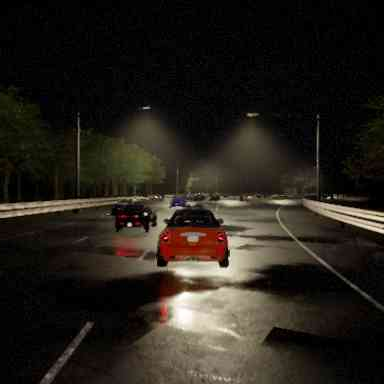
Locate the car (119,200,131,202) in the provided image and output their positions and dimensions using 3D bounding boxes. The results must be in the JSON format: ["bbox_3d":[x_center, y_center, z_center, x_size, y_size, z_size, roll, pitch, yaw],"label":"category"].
[{"bbox_3d":[-6.242,1.488,31.868,1.994,1.385,4.181,0,0,3],"label":"car"}]

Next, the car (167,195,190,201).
[{"bbox_3d":[-1.769,1.441,44.971,1.812,1.442,4.674,0,0,5],"label":"car"}]

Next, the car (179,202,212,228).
[{"bbox_3d":[0.301,1.530,23.148,2.033,1.411,5.357,0,0,2],"label":"car"}]

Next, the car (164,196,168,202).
[{"bbox_3d":[-3.894,1.395,59.611,1.812,1.442,4.674,0,0,7],"label":"car"}]

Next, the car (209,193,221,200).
[{"bbox_3d":[5.464,1.201,76.769,2.097,1.767,4.553,0,0,9],"label":"car"}]

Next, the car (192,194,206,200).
[{"bbox_3d":[2.075,1.187,77.754,2.097,1.767,4.553,0,0,9],"label":"car"}]

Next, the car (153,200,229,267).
[{"bbox_3d":[0.054,1.349,11.609,2.097,1.767,4.553,0,0,1],"label":"car"}]

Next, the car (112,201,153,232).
[{"bbox_3d":[-3.181,1.477,19.715,1.837,1.490,4.892,0,0,2],"label":"car"}]

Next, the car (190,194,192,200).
[{"bbox_3d":[0.139,1.334,87.250,2.033,1.411,5.357,0,0,10],"label":"car"}]
